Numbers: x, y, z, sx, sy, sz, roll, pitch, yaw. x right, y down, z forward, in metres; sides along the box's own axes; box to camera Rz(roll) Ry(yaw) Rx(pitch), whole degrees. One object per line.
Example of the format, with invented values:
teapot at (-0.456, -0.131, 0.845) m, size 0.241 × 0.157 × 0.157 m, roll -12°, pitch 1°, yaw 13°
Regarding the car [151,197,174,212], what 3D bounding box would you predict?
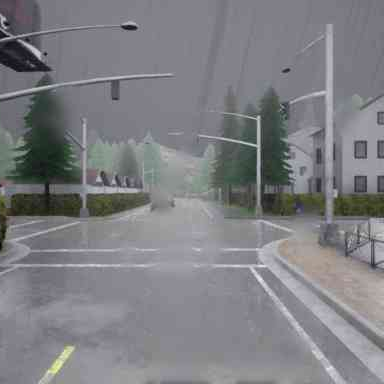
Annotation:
car at (-3.591, 1.547, 38.460) m, size 2.033 × 1.411 × 5.357 m, roll 0°, pitch 0°, yaw 0°
